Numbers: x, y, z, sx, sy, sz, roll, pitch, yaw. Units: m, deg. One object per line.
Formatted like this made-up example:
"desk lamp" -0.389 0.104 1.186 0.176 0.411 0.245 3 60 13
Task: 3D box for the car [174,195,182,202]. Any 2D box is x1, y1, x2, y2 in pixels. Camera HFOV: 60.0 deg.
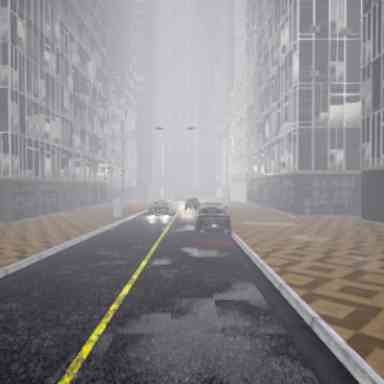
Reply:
"car" -2.991 1.350 73.579 1.812 1.442 4.674 0 0 0

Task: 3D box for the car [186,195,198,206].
"car" 0.008 1.365 54.037 1.882 1.535 5.008 0 0 0

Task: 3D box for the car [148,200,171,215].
"car" -3.089 1.488 32.328 1.994 1.385 4.181 0 0 0

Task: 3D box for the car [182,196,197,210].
"car" 0.047 1.415 40.513 1.837 1.490 4.892 0 0 1

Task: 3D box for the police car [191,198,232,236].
"police car" 1.053 1.379 18.359 1.930 1.638 5.238 0 0 0
